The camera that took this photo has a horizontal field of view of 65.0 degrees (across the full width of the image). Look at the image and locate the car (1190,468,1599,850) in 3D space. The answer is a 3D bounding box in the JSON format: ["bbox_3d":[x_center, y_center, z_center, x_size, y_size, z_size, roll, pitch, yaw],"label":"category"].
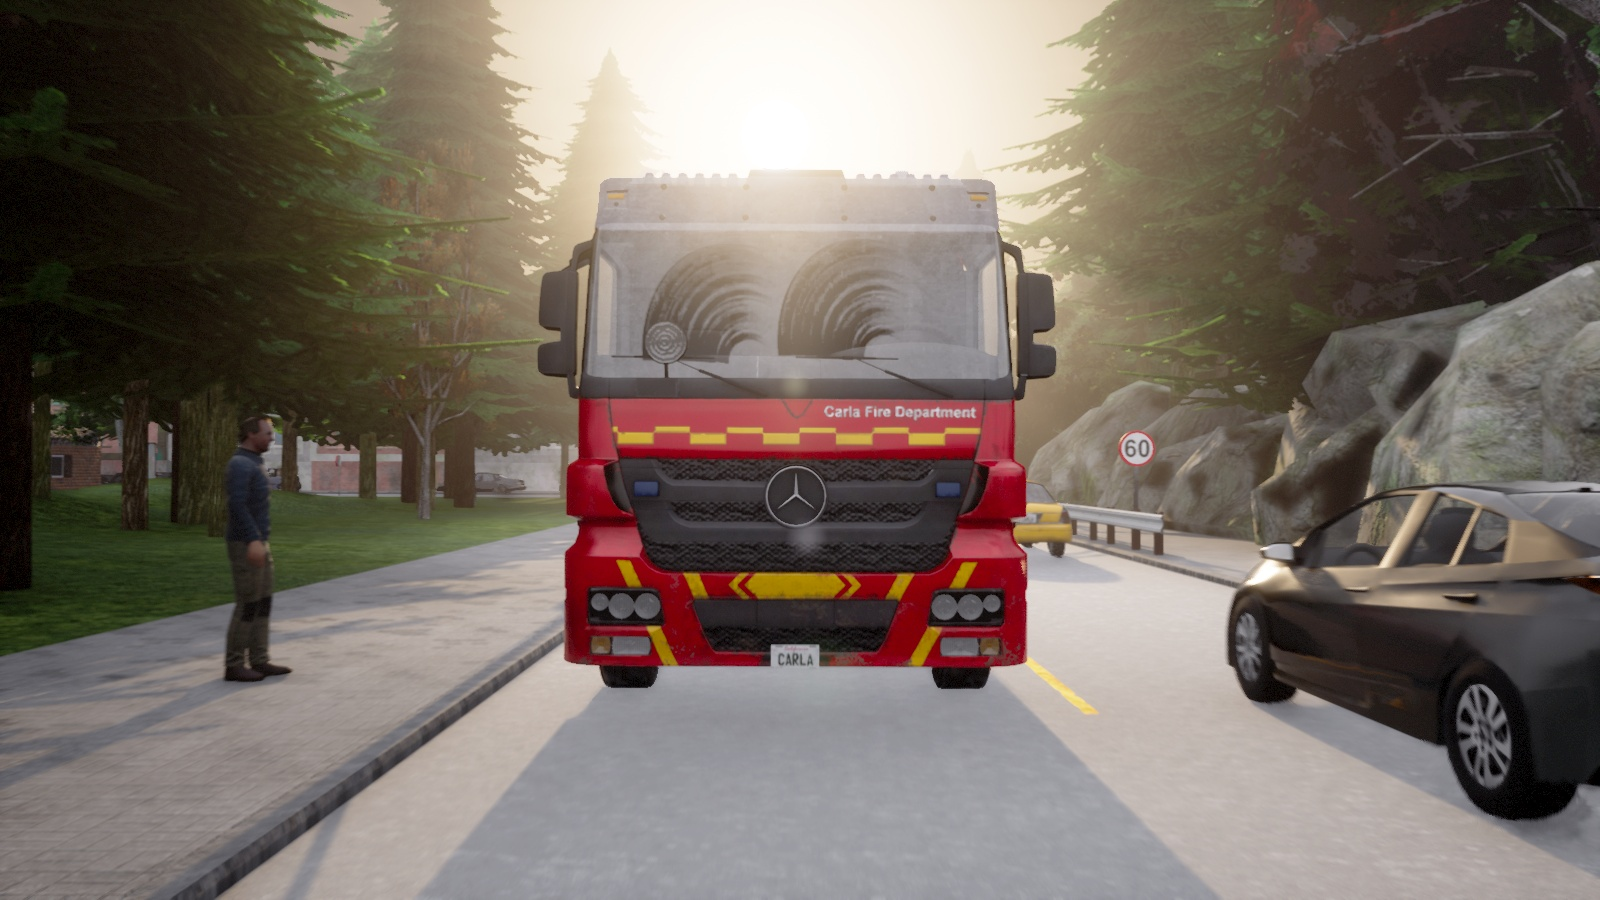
[{"bbox_3d":[3.983,0.868,7.292,2.007,1.525,4.514,0,-1,0],"label":"car"}]

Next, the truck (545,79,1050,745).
[{"bbox_3d":[-0.031,-0.158,11.465,2.891,3.827,8.468,0,-1,0],"label":"truck"}]

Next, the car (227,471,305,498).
[{"bbox_3d":[-32.913,2.141,77.446,3.988,1.617,1.851,0,-1,0],"label":"car"}]

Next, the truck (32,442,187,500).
[{"bbox_3d":[-42.482,1.299,77.453,7.936,3.462,2.891,0,-1,0],"label":"truck"}]

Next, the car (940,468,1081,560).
[{"bbox_3d":[3.927,1.148,24.369,1.801,1.575,5.366,0,-1,0],"label":"car"}]

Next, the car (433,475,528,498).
[{"bbox_3d":[-19.673,2.238,77.456,5.357,1.411,2.033,0,-1,0],"label":"car"}]

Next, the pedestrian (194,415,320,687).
[{"bbox_3d":[-3.775,0.686,8.759,0.726,1.842,0.402,0,-1,-9],"label":"pedestrian"}]
